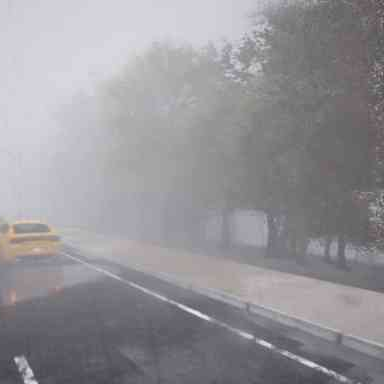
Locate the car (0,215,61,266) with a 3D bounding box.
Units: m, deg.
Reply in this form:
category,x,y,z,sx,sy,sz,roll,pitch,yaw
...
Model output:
category,x,y,z,sx,sy,sz,roll,pitch,yaw
car,-6.728,1.869,13.346,1.882,1.535,5.008,2,-2,-36
